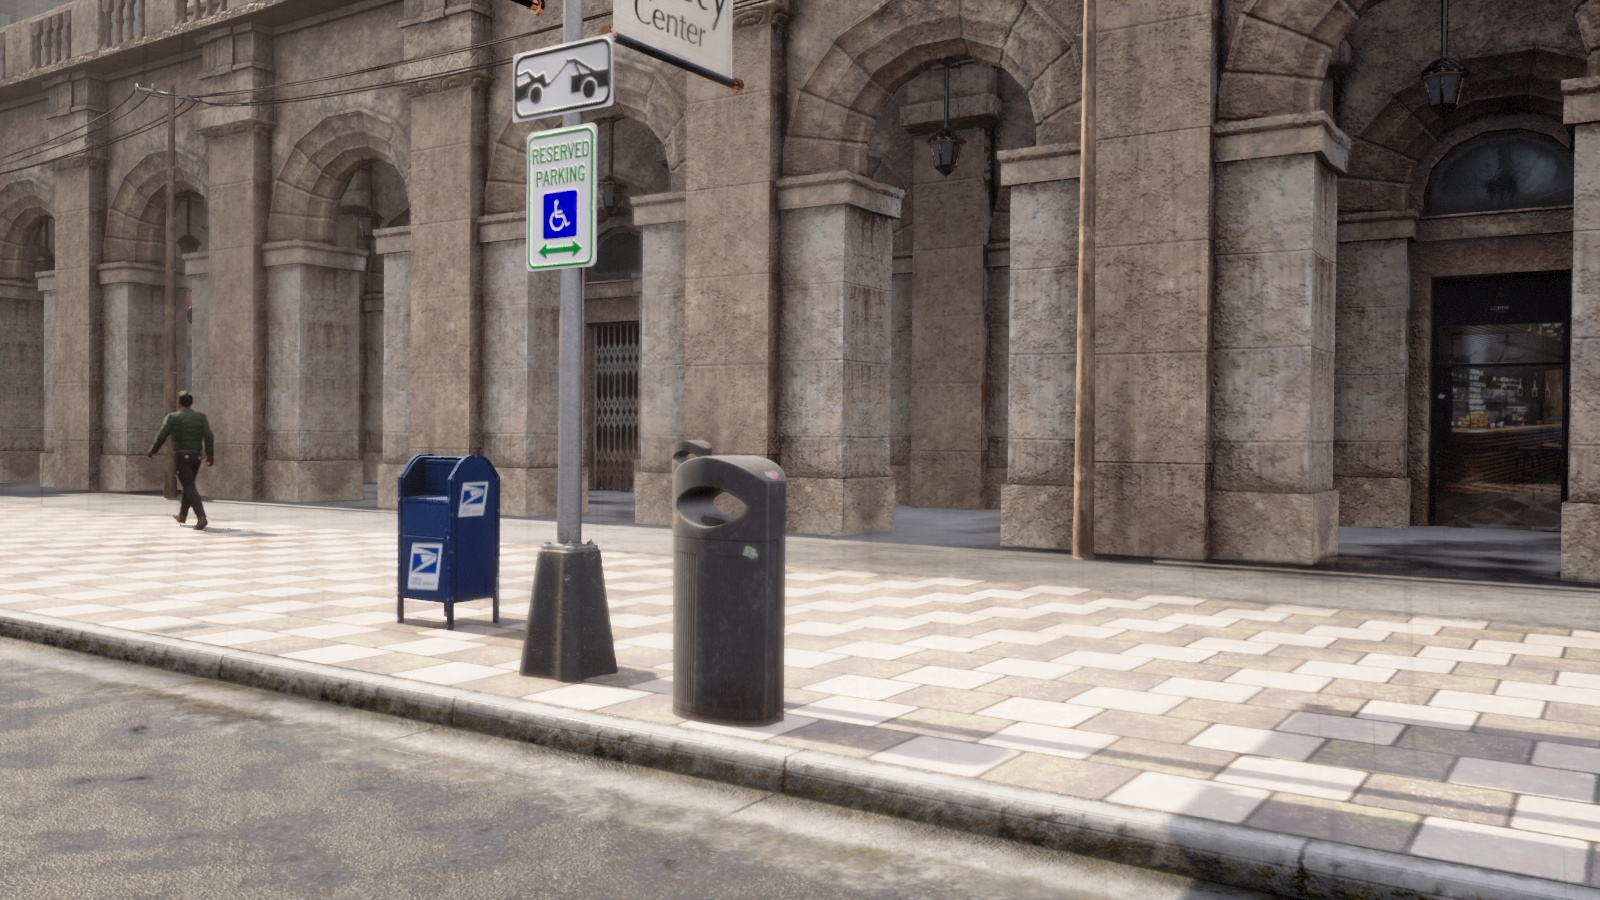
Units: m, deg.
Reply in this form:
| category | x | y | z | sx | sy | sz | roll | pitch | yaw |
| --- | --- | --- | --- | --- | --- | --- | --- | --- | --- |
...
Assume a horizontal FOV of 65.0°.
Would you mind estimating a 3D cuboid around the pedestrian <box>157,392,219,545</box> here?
| category | x | y | z | sx | sy | sz | roll | pitch | yaw |
| --- | --- | --- | --- | --- | --- | --- | --- | --- | --- |
| pedestrian | -8.000 | 0.236 | 16.410 | 0.788 | 1.949 | 0.423 | 0 | 1 | 41 |
